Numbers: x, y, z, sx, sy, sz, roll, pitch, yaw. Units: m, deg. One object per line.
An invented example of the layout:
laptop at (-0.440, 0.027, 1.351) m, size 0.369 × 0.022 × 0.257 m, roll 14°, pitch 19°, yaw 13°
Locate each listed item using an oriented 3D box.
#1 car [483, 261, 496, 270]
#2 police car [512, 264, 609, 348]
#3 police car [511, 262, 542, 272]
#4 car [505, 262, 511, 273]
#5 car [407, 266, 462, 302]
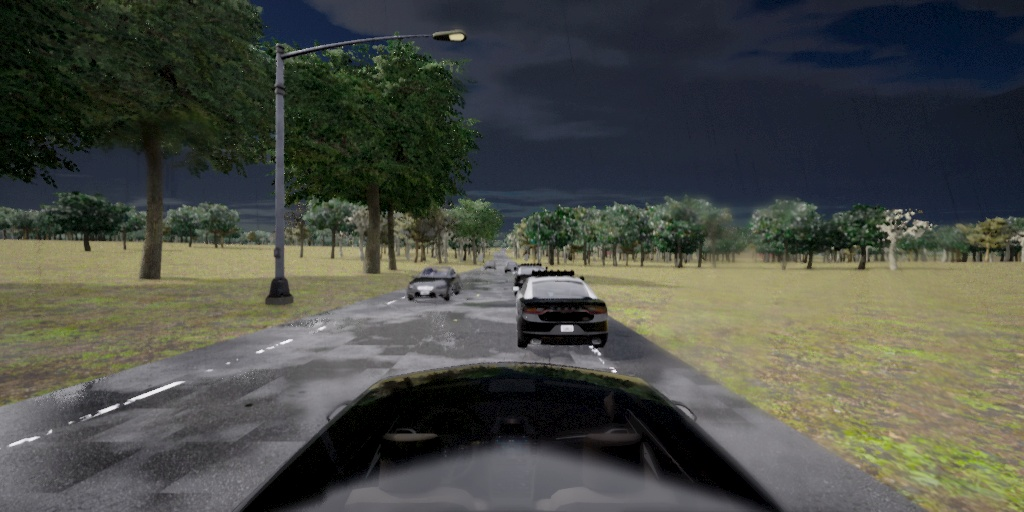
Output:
car at (-3.625, 1.586, 59.269) m, size 1.837 × 1.490 × 4.892 m, roll 0°, pitch 0°, yaw 0°
police car at (1.050, 1.179, 9.401) m, size 1.930 × 1.638 × 5.238 m, roll 0°, pitch 0°, yaw 0°
police car at (1.051, 1.210, 19.406) m, size 1.930 × 1.638 × 5.238 m, roll 0°, pitch 0°, yaw 0°
car at (0.027, 1.548, 47.843) m, size 1.994 × 1.385 × 4.181 m, roll 0°, pitch 0°, yaw 0°
car at (-3.598, 1.267, 17.269) m, size 2.128 × 1.511 × 4.902 m, roll 0°, pitch 0°, yaw 0°
